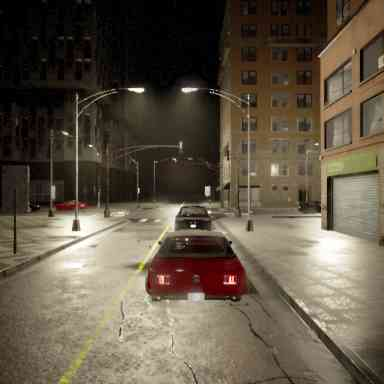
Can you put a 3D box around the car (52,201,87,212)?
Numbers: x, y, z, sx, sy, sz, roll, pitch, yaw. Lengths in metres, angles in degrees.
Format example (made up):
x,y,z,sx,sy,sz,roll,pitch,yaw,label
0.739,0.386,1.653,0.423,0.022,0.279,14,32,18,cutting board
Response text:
x,y,z,sx,sy,sz,roll,pitch,yaw,label
-14.564,1.702,39.248,4.206,1.307,1.802,0,0,0,car

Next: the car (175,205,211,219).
x,y,z,sx,sy,sz,roll,pitch,yaw,label
0.054,1.474,18.362,1.882,1.535,5.008,0,0,0,car

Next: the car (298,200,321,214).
x,y,z,sx,sy,sz,roll,pitch,yaw,label
12.032,1.415,30.761,4.313,1.339,1.947,0,0,0,car

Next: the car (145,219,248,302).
x,y,z,sx,sy,sz,roll,pitch,yaw,label
0.079,1.601,8.213,1.895,1.301,4.718,0,0,0,car

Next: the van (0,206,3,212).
x,y,z,sx,sy,sz,roll,pitch,yaw,label
-20.193,1.426,30.716,3.998,1.788,1.690,0,0,0,van

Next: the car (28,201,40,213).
x,y,z,sx,sy,sz,roll,pitch,yaw,label
-20.212,1.726,39.240,4.313,1.339,1.947,0,0,0,car
